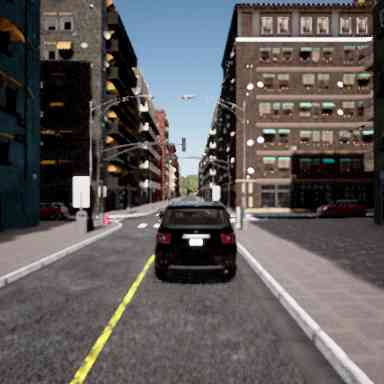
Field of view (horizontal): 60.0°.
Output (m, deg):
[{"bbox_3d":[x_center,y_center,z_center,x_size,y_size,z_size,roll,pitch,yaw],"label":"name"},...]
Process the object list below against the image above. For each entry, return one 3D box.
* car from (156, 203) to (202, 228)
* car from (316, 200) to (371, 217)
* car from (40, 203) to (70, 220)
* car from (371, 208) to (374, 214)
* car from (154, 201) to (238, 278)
[{"bbox_3d":[-1.088,1.625,24.218,1.837,1.490,4.892,2,0,-20],"label":"car"},{"bbox_3d":[13.574,1.461,30.461,4.097,1.590,1.967,-1,0,0],"label":"car"},{"bbox_3d":[-13.531,1.718,30.548,4.097,1.590,1.967,-1,0,0],"label":"car"},{"bbox_3d":[18.891,1.496,30.445,4.829,1.417,1.752,-1,0,0],"label":"car"},{"bbox_3d":[0.098,1.274,10.498,2.150,2.045,5.566,0,0,0],"label":"car"}]
